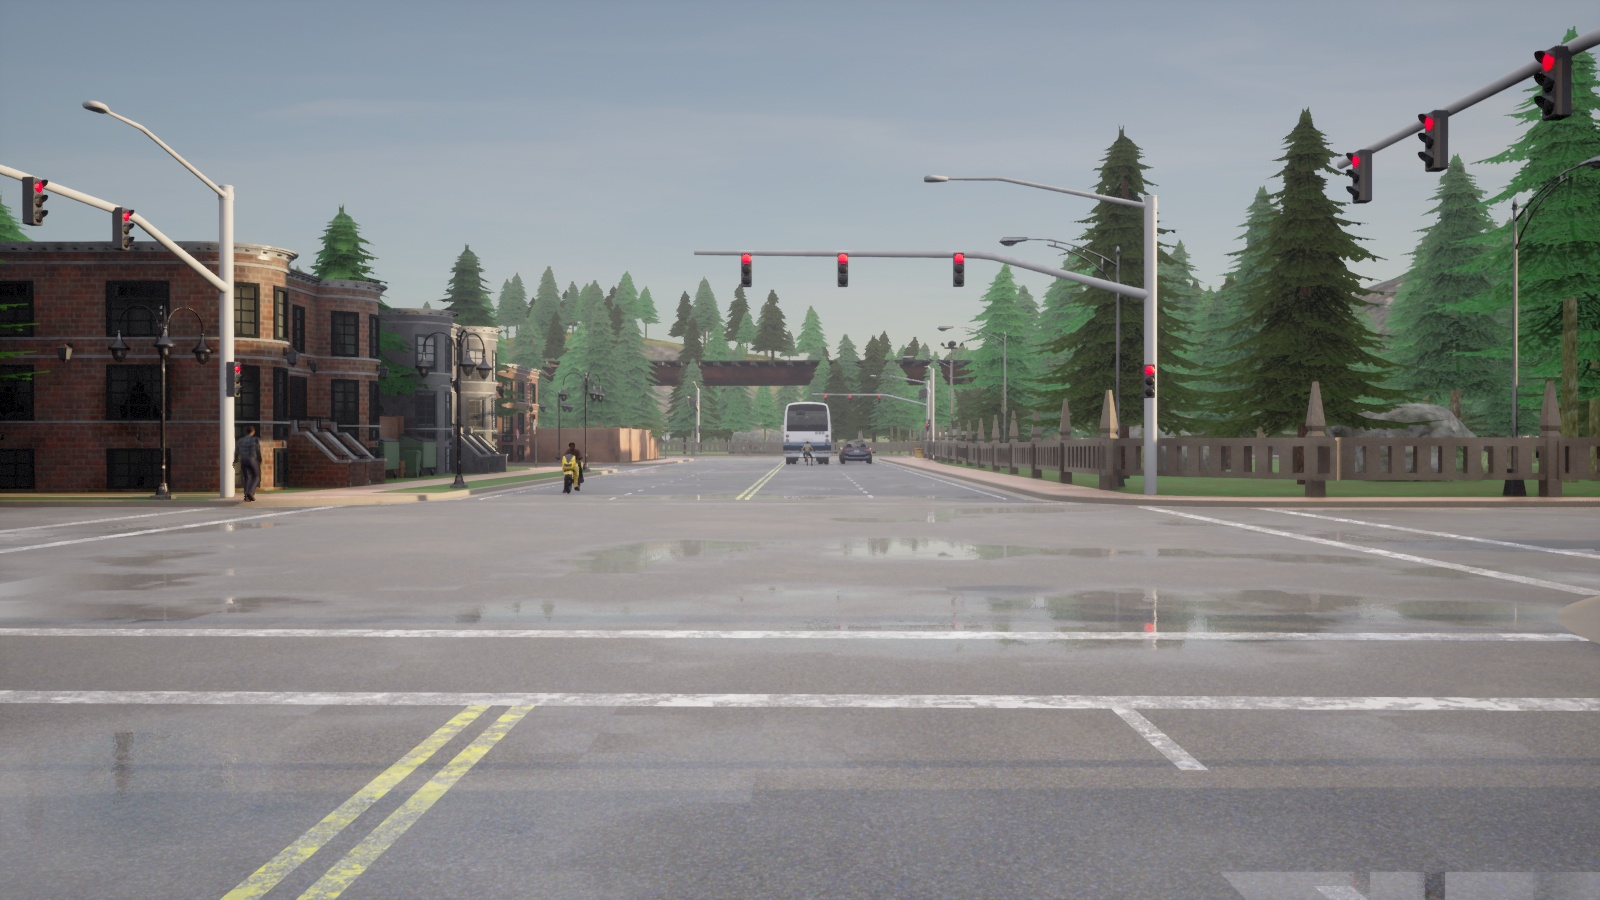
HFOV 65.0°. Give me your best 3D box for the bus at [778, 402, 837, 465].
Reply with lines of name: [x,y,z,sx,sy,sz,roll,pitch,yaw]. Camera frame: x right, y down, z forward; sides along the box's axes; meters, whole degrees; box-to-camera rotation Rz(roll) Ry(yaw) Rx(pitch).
bus: [0.524,-1.136,89.810,3.944,4.253,10.273,0,0,0]

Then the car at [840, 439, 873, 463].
car: [4.025,0.083,90.532,2.242,1.667,4.611,0,0,1]

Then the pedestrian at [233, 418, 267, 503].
pedestrian: [-12.823,0.246,29.305,0.423,1.949,0.788,0,0,2]

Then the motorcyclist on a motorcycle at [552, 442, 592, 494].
motorcyclist on a motorcycle: [-6.774,0.512,37.430,0.797,1.523,2.044,0,0,0]
